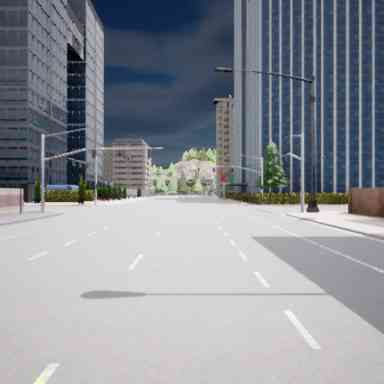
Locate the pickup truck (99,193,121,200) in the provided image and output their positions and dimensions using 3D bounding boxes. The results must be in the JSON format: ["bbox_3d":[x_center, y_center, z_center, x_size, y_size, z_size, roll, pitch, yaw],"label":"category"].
[{"bbox_3d":[-21.287,1.024,86.835,2.390,2.098,6.274,0,0,30],"label":"pickup truck"}]
